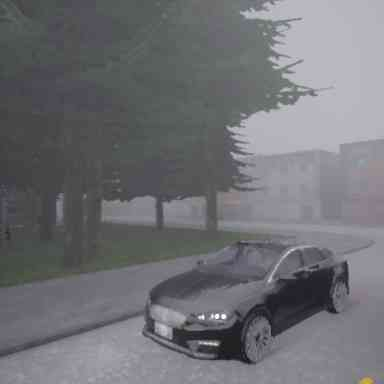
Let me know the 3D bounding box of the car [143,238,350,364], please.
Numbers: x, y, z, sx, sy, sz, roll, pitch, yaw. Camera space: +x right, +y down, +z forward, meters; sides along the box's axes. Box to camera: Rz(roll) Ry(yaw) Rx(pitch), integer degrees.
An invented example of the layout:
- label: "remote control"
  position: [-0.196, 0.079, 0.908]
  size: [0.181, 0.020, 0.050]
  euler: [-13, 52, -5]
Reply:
- label: "car"
  position: [1.345, 1.691, 6.322]
  size: [4.902, 1.511, 2.128]
  euler: [2, -3, -45]
